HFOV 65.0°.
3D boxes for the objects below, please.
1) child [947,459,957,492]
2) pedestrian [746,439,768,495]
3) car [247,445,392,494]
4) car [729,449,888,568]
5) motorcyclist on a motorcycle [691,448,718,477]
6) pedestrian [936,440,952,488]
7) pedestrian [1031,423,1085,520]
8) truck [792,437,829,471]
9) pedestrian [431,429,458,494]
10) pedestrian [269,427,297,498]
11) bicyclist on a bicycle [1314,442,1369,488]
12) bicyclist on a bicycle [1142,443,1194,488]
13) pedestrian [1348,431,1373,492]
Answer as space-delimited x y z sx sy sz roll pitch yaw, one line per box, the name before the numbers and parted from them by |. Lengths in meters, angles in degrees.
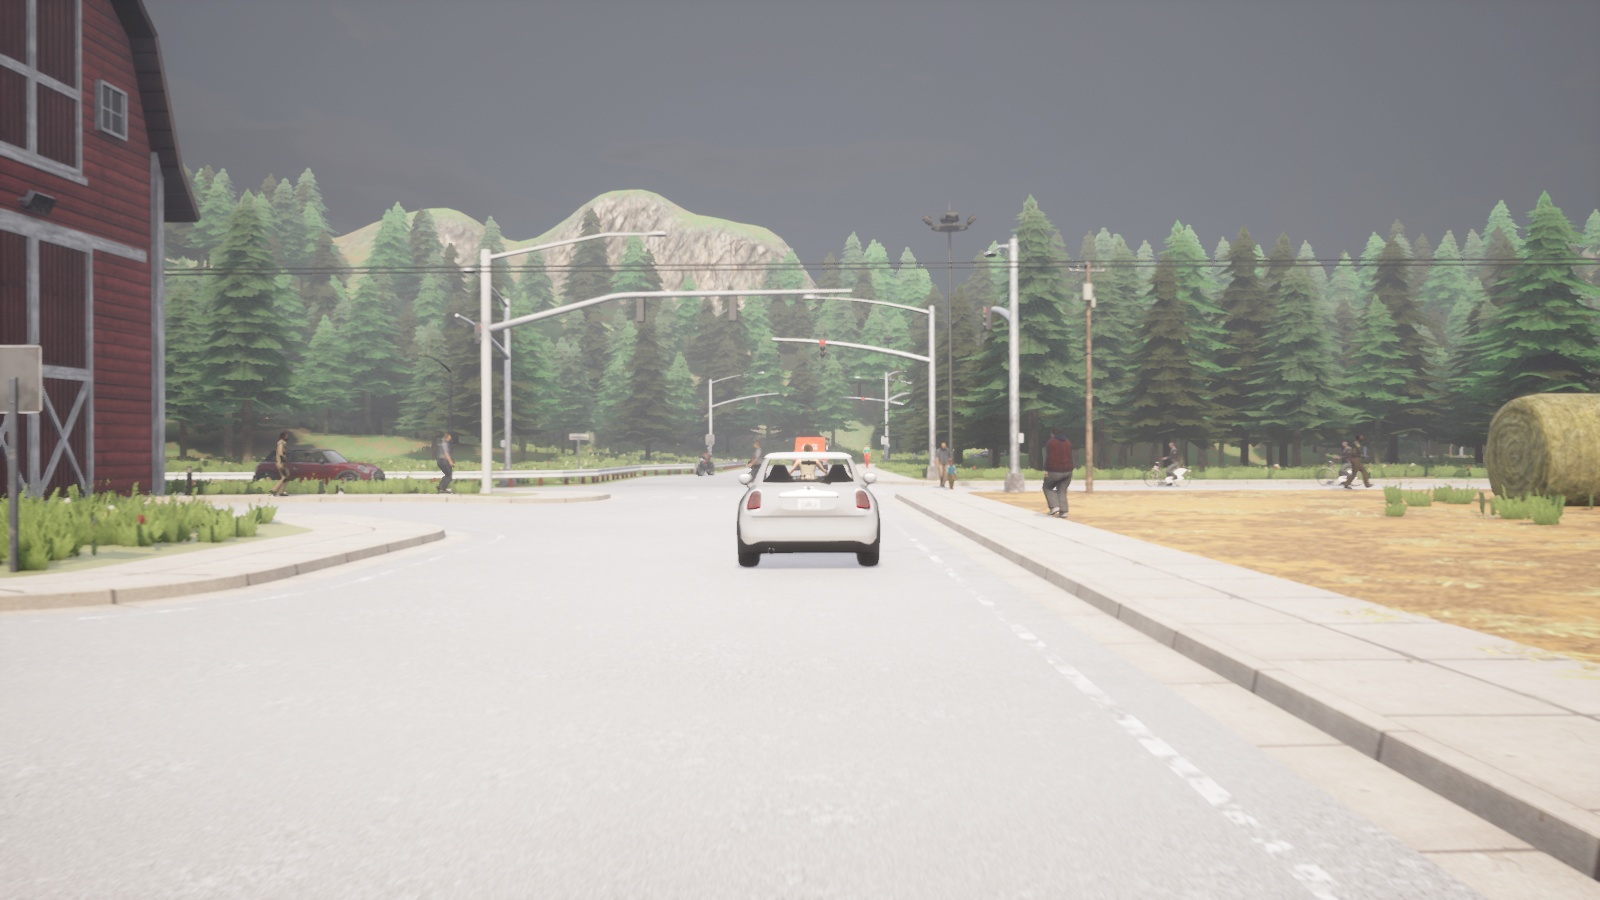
child | 5.618 0.940 46.418 0.343 1.192 0.448 0 0 4
pedestrian | -1.418 0.564 41.661 0.694 1.848 0.540 0 0 -5
car | -17.690 0.701 46.408 4.553 1.767 2.097 0 0 1
car | 0.107 0.722 17.479 1.970 1.475 3.806 0 0 0
motorcyclist on a motorcycle | -5.573 0.726 73.309 0.766 1.649 2.350 0 0 18
pedestrian | 5.583 0.557 48.738 0.540 1.848 0.694 0 0 1
pedestrian | 5.005 0.402 24.412 0.634 1.844 0.899 0 0 -23
truck | 0.830 0.269 93.680 2.627 2.467 5.204 0 0 2
pedestrian | -10.250 0.331 36.174 0.694 1.848 0.540 0 0 -23
pedestrian | -14.307 0.345 34.741 0.692 1.930 0.396 0 0 -19
bicyclist on a bicycle | 21.113 0.585 48.994 1.843 1.776 0.659 0 0 1
bicyclist on a bicycle | 14.391 0.607 49.153 1.843 1.776 0.659 0 0 1
pedestrian | 17.758 0.361 39.790 0.692 1.930 0.395 0 0 26
